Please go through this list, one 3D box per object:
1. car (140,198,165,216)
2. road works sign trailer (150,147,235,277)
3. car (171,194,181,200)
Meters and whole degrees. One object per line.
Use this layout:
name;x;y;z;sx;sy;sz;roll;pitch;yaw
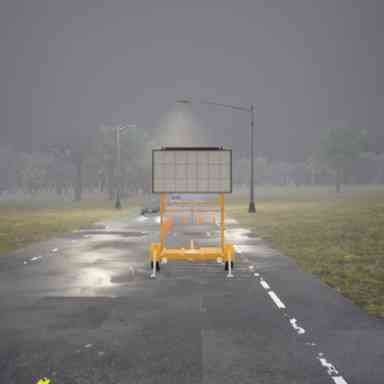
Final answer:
car;-3.585;1.384;30.899;1.837;1.490;4.892;0;0;0
road works sign trailer;0.004;0.445;10.169;2.380;3.560;2.880;0;0;0
car;-3.465;0.991;72.005;1.882;1.535;5.008;0;1;0
